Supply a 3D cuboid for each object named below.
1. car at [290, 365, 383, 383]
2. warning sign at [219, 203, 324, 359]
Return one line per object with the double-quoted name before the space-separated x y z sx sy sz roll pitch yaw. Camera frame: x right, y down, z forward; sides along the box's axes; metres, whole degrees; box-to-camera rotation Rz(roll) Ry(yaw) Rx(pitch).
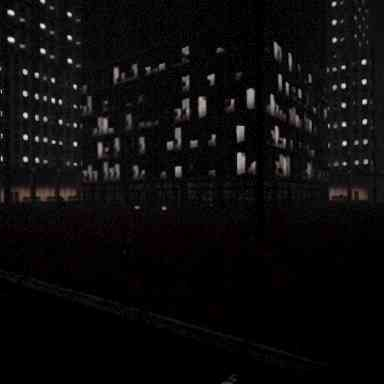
"car" 2.234 1.572 1.277 4.313 1.339 1.947 0 -1 36
"warning sign" 1.213 1.120 4.915 1.060 1.860 1.300 -1 0 36
